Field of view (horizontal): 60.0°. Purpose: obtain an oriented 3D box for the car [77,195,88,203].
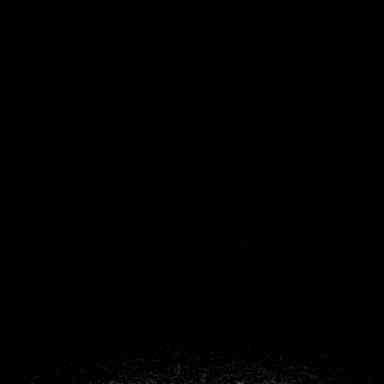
[{"bbox_3d":[-20.789,1.316,64.131,1.837,1.490,4.892,-2,2,-6],"label":"car"}]
